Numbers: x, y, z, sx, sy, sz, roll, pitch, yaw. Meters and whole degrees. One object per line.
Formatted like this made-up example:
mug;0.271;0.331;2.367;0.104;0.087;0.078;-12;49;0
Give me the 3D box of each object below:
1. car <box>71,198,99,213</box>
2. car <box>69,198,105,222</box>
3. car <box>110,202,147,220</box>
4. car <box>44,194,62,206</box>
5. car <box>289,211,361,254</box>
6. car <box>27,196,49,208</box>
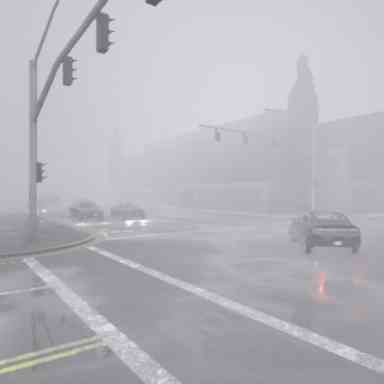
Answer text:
car;-12.702;1.515;39.240;1.837;1.490;4.892;0;0;-34
car;-8.549;1.513;26.804;1.837;1.490;4.892;0;0;-34
car;-5.538;1.576;28.602;1.994;1.385;4.181;0;0;-34
car;-23.246;1.331;55.149;2.150;2.045;5.566;0;0;-34
car;5.223;1.503;13.566;2.128;1.511;4.902;0;0;7
car;-22.013;1.611;46.903;1.895;1.301;4.718;0;0;-33
